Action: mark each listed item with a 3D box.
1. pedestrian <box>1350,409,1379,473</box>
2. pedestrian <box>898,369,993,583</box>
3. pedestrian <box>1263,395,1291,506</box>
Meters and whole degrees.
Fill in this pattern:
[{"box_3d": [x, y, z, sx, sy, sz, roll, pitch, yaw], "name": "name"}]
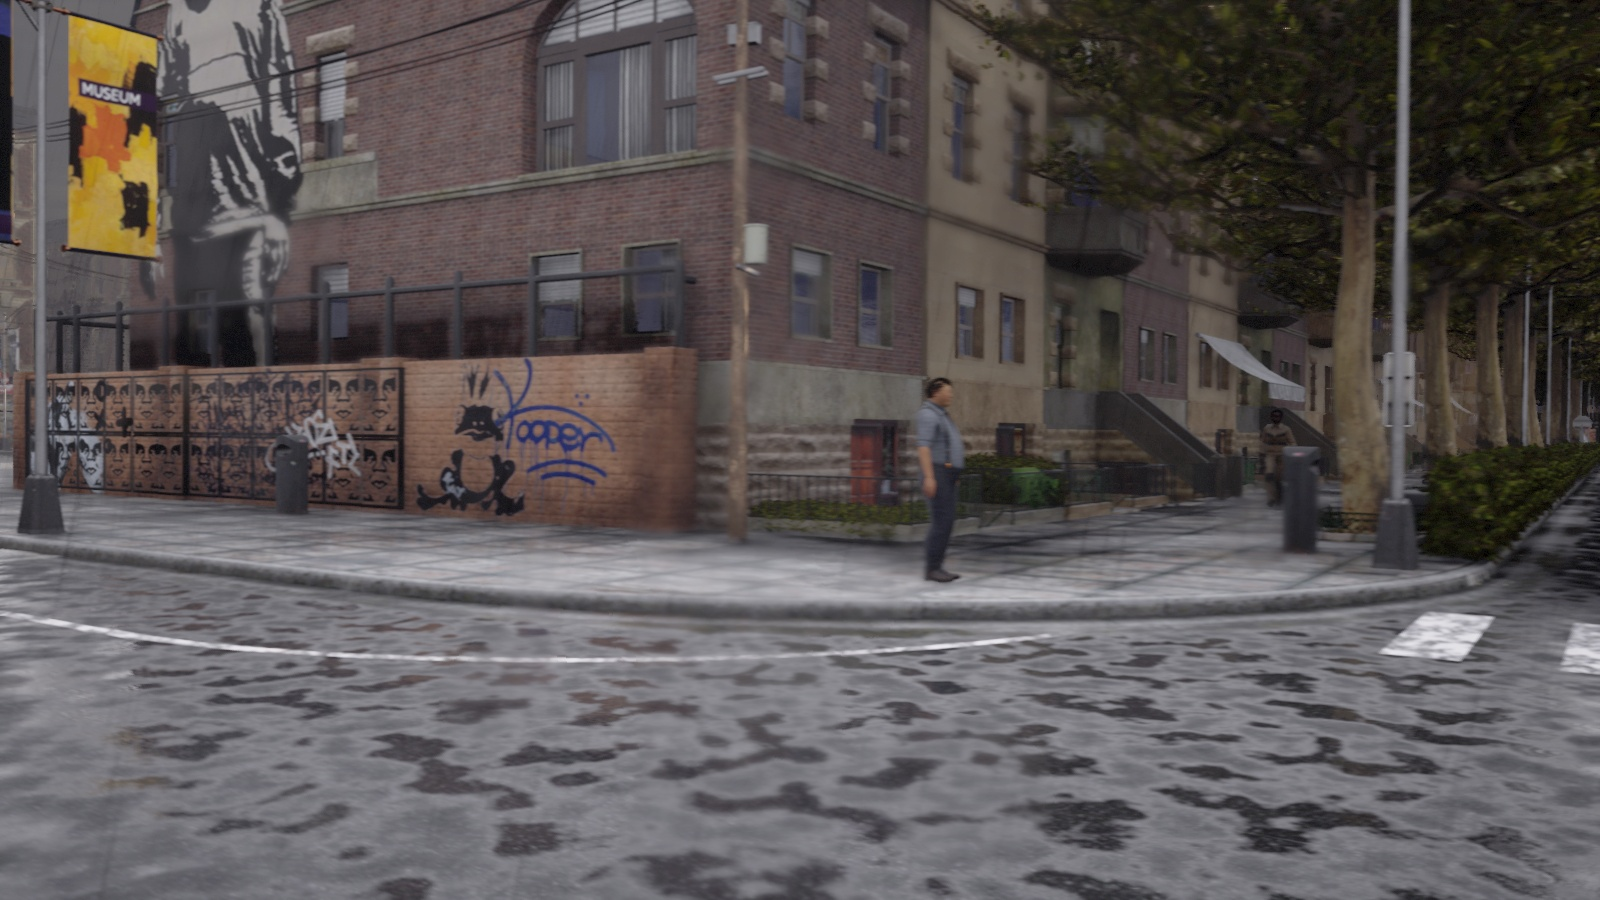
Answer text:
[{"box_3d": [16.570, -0.265, 36.834, 0.634, 1.844, 0.899, 0, 1, 34], "name": "pedestrian"}, {"box_3d": [1.303, 0.223, 11.211, 0.694, 1.848, 0.540, 0, 1, 25], "name": "pedestrian"}, {"box_3d": [8.497, 0.006, 22.349, 0.396, 1.930, 0.692, 0, 1, 26], "name": "pedestrian"}]
